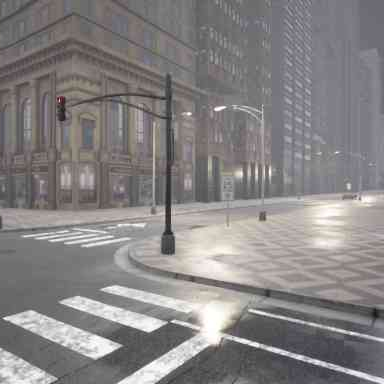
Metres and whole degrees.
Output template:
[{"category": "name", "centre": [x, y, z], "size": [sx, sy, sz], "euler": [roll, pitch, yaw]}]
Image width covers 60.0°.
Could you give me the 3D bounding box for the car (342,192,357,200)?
[{"category": "car", "centre": [28.238, 0.712, 59.508], "size": [1.895, 1.301, 4.718], "euler": [0, 1, 35]}]
